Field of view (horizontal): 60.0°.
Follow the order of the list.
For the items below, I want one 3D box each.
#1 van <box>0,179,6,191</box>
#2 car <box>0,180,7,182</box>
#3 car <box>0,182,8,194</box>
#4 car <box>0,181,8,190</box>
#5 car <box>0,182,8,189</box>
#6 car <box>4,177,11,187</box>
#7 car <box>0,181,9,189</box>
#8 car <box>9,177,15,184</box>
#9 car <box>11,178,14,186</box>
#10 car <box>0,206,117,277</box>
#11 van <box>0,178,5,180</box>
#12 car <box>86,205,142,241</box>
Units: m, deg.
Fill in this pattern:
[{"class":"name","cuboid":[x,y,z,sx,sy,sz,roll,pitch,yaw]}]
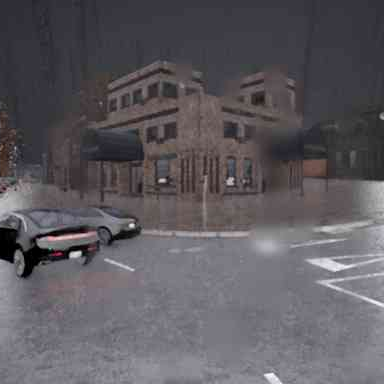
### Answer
[{"class":"van","cuboid":[-35.784,-1.246,59.369,4.442,1.987,1.878,-1,3,-27]},{"class":"car","cuboid":[-29.404,-0.503,47.432,4.553,1.767,2.185,-1,3,-29]},{"class":"car","cuboid":[-28.106,-0.252,45.012,4.892,1.521,2.231,-1,3,-29]},{"class":"car","cuboid":[-37.293,-1.158,61.677,5.366,1.575,1.946,-1,3,-26]},{"class":"car","cuboid":[-38.335,-1.256,64.205,4.674,1.452,2.002,-1,3,-26]},{"class":"car","cuboid":[-32.072,-0.881,52.230,5.566,2.045,2.435,-1,3,-29]},{"class":"car","cuboid":[-39.549,-1.408,66.647,4.792,1.488,2.163,-1,3,-25]},{"class":"car","cuboid":[-44.088,-2.003,76.704,4.792,1.488,2.163,-1,3,-22]},{"class":"car","cuboid":[-41.823,-1.727,71.602,4.892,1.521,2.231,-1,3,-24]},{"class":"car","cuboid":[-4.546,1.236,9.506,4.902,1.511,2.128,1,2,42]},{"class":"van","cuboid":[-30.867,-0.728,49.765,4.442,1.987,1.878,-1,3,-29]},{"class":"car","cuboid":[-4.107,1.211,13.234,4.181,1.385,1.994,1,2,22]}]
